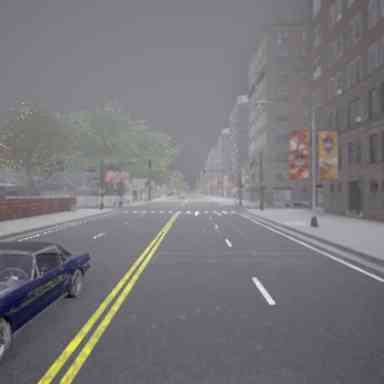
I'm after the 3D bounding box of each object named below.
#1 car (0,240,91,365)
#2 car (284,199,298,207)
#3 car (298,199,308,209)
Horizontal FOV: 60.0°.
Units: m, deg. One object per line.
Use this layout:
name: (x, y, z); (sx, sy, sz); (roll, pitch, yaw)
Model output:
car: (-3.349, 1.612, 5.743); (1.895, 1.301, 4.718); (0, 0, 0)
car: (16.391, 1.668, 50.997); (4.313, 1.339, 1.947); (0, 0, 0)
car: (16.394, 1.622, 42.972); (4.206, 1.307, 1.802); (0, 0, 0)
